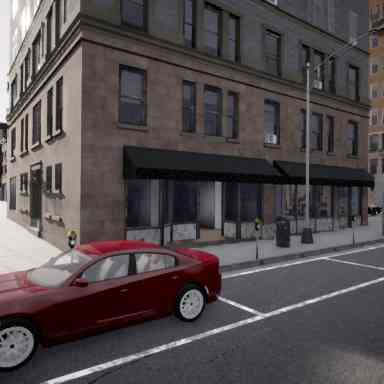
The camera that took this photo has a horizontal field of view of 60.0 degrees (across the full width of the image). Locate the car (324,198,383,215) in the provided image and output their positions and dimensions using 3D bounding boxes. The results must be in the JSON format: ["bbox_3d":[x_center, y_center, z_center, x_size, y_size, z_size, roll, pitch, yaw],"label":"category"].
[{"bbox_3d":[16.262,1.411,33.347,2.033,1.411,5.357,1,0,-35],"label":"car"}]

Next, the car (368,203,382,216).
[{"bbox_3d":[14.497,1.444,30.195,1.895,1.301,4.718,1,0,-35],"label":"car"}]

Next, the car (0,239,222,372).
[{"bbox_3d":[-1.536,1.545,5.658,4.507,1.381,1.887,0,1,-35],"label":"car"}]
